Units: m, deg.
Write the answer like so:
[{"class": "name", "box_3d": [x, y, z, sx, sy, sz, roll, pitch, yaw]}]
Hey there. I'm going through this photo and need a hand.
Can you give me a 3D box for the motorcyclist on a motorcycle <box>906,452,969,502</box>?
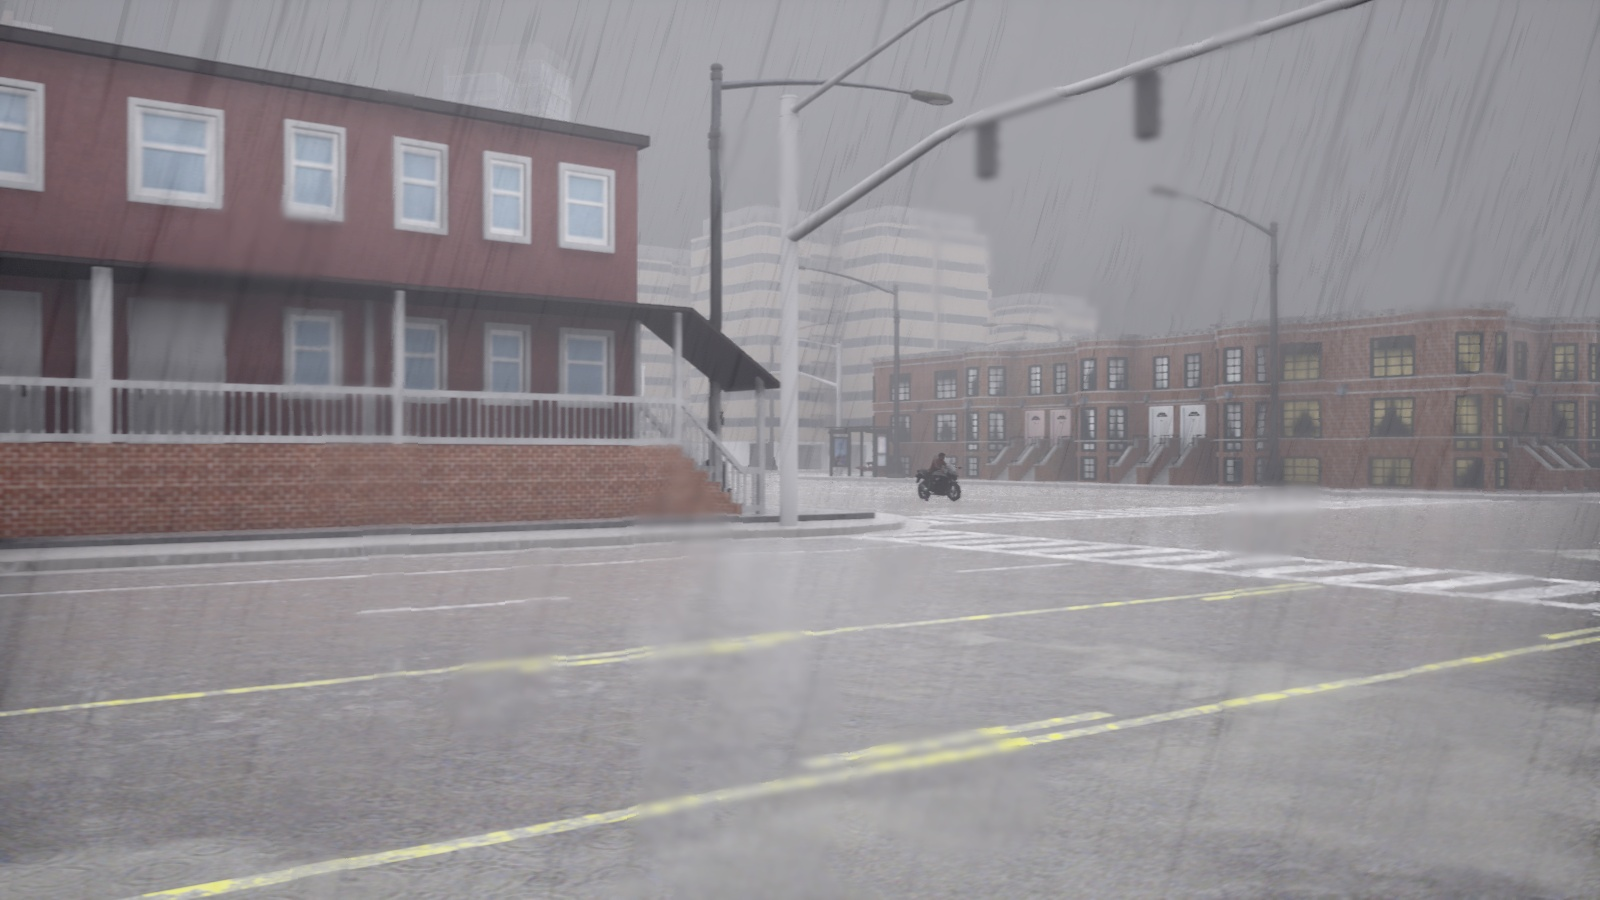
[{"class": "motorcyclist on a motorcycle", "box_3d": [4.264, 0.813, 38.979, 0.797, 1.523, 2.044, 0, 0, -35]}]
